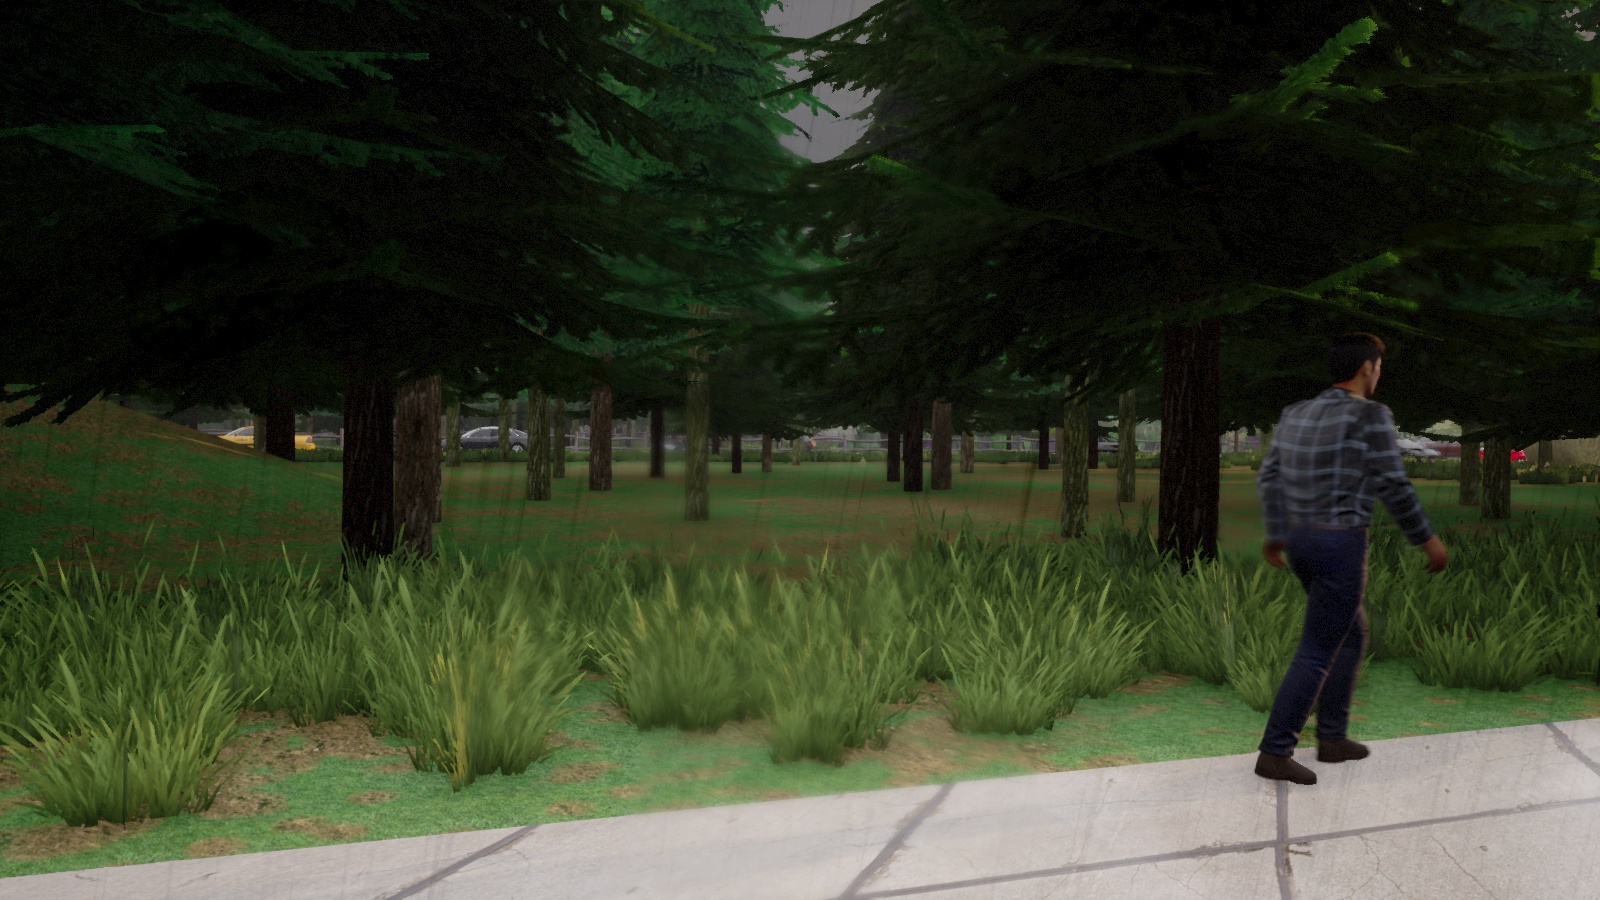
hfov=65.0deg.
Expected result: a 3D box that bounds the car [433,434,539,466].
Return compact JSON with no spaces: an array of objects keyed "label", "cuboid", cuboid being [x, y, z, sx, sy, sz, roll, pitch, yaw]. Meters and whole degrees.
[{"label":"car","cuboid":[-15.475,-0.037,61.913,4.892,1.490,1.837,-1,1,-21]}]

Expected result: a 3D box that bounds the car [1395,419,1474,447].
[{"label":"car","cuboid":[41.700,-1.146,82.556,4.553,1.767,2.097,-1,1,-19]}]

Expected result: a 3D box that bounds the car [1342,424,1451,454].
[{"label":"car","cuboid":[30.847,-0.568,65.090,2.163,1.488,4.792,-1,1,-26]}]

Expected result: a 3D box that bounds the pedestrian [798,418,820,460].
[{"label":"pedestrian","cuboid":[0.425,-0.523,59.883,0.873,1.952,0.659,-1,1,-17]}]

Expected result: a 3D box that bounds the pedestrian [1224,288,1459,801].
[{"label":"pedestrian","cuboid":[2.191,0.354,5.093,0.788,1.949,0.423,-1,1,-18]}]

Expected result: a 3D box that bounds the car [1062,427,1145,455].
[{"label":"car","cuboid":[16.977,-0.523,70.245,4.193,1.474,1.816,-1,1,-19]}]

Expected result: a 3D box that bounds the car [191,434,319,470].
[{"label":"car","cuboid":[-25.178,0.062,58.221,5.366,1.575,1.801,-1,1,-21]}]

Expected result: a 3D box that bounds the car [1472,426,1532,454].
[{"label":"car","cuboid":[35.318,-0.531,63.238,1.481,1.376,2.207,-1,1,-22]}]
